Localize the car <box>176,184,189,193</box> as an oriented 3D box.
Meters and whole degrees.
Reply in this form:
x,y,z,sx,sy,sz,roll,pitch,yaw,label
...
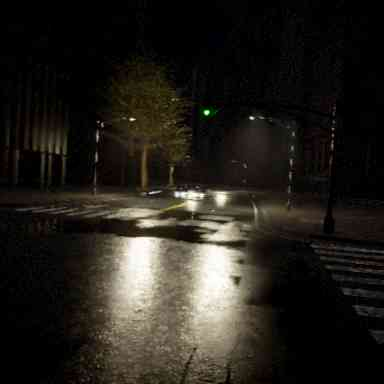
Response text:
x,y,z,sx,sy,sz,roll,pitch,yaw,label
-1.650,-0.748,60.236,2.128,1.511,4.902,4,2,5,car

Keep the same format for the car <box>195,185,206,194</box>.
x,y,z,sx,sy,sz,roll,pitch,yaw,label
1.581,-0.542,59.956,2.128,1.511,4.902,4,2,5,car
